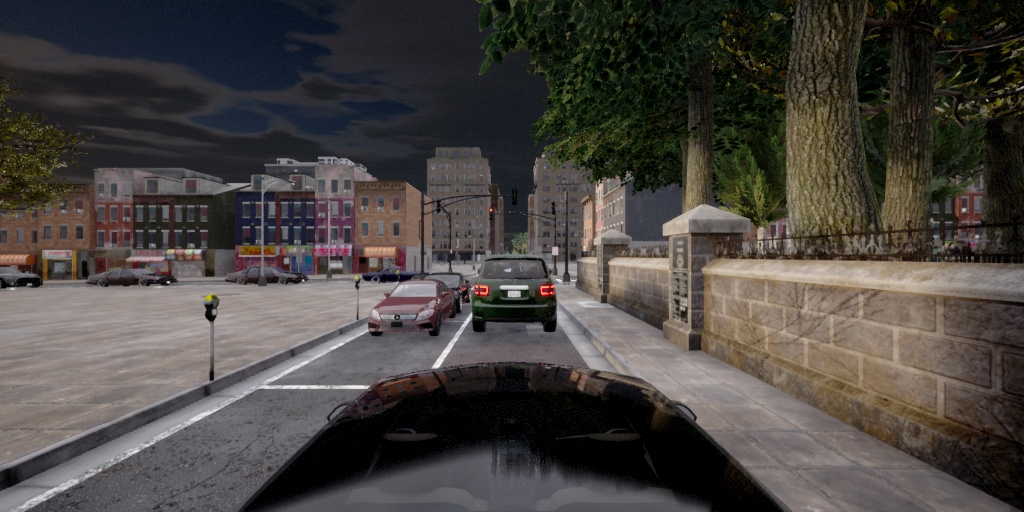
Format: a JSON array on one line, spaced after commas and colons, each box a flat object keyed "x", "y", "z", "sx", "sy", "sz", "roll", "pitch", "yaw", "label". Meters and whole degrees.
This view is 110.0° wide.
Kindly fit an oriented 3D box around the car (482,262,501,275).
[{"x": -2.252, "y": 1.342, "z": 40.744, "sx": 1.895, "sy": 1.301, "sz": 4.718, "roll": 0, "pitch": 0, "yaw": 0, "label": "car"}]

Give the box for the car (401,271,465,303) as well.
[{"x": -2.629, "y": 1.315, "z": 13.958, "sx": 1.948, "sy": 1.339, "sz": 4.313, "roll": 0, "pitch": 0, "yaw": 0, "label": "car"}]

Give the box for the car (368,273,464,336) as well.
[{"x": -2.632, "y": 1.331, "z": 10.295, "sx": 1.802, "sy": 1.307, "sz": 4.207, "roll": 0, "pitch": 0, "yaw": 0, "label": "car"}]

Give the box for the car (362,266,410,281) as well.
[{"x": -8.539, "y": 1.425, "z": 26.881, "sx": 4.718, "sy": 1.301, "sz": 1.895, "roll": -1, "pitch": 0, "yaw": 0, "label": "car"}]

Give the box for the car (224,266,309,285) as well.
[{"x": -18.300, "y": 1.482, "z": 26.855, "sx": 5.357, "sy": 1.411, "sz": 2.033, "roll": -1, "pitch": 0, "yaw": 0, "label": "car"}]

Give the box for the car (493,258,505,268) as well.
[{"x": -2.240, "y": 1.213, "z": 61.599, "sx": 1.882, "sy": 1.535, "sz": 5.008, "roll": 0, "pitch": 0, "yaw": 0, "label": "car"}]

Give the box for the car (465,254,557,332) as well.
[{"x": 0.082, "y": 0.971, "z": 10.973, "sx": 2.150, "sy": 2.045, "sz": 5.566, "roll": 0, "pitch": 0, "yaw": 1, "label": "car"}]

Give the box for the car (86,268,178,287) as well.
[{"x": -28.374, "y": 1.623, "z": 26.828, "sx": 5.357, "sy": 1.411, "sz": 2.033, "roll": -1, "pitch": 0, "yaw": 0, "label": "car"}]

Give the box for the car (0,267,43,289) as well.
[{"x": -38.333, "y": 1.597, "z": 26.821, "sx": 4.553, "sy": 1.767, "sz": 2.097, "roll": -1, "pitch": 0, "yaw": 0, "label": "car"}]
